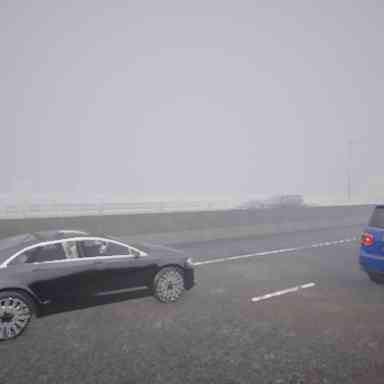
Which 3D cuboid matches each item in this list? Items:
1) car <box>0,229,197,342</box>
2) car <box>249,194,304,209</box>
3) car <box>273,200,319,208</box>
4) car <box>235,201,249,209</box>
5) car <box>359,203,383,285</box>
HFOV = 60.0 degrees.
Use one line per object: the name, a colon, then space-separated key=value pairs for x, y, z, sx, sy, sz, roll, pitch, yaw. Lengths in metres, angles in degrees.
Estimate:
car: x=-2.156 y=1.493 z=6.509 sx=4.902 sy=1.511 sz=2.128 roll=0 pitch=0 yaw=-36
car: x=8.434 y=1.233 z=31.508 sx=5.566 sy=2.045 sz=2.150 roll=0 pitch=0 yaw=-35
car: x=9.341 y=1.612 z=27.857 sx=4.718 sy=1.301 sz=1.895 roll=0 pitch=0 yaw=-35
car: x=6.616 y=1.516 z=34.508 sx=4.892 sy=1.490 sz=1.837 roll=0 pitch=0 yaw=-35
car: x=6.421 y=1.228 z=8.329 sx=5.566 sy=2.045 sz=2.150 roll=0 pitch=0 yaw=-36
